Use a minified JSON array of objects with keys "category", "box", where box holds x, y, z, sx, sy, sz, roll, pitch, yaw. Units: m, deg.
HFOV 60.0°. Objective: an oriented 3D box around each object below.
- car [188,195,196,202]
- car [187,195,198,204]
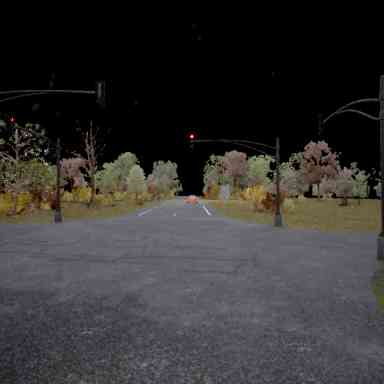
[{"category":"car","box":[0.079,1.463,77.992,1.812,1.442,4.674,0,0,0]},{"category":"car","box":[0.069,1.435,67.957,2.097,1.767,4.553,0,0,0]}]
